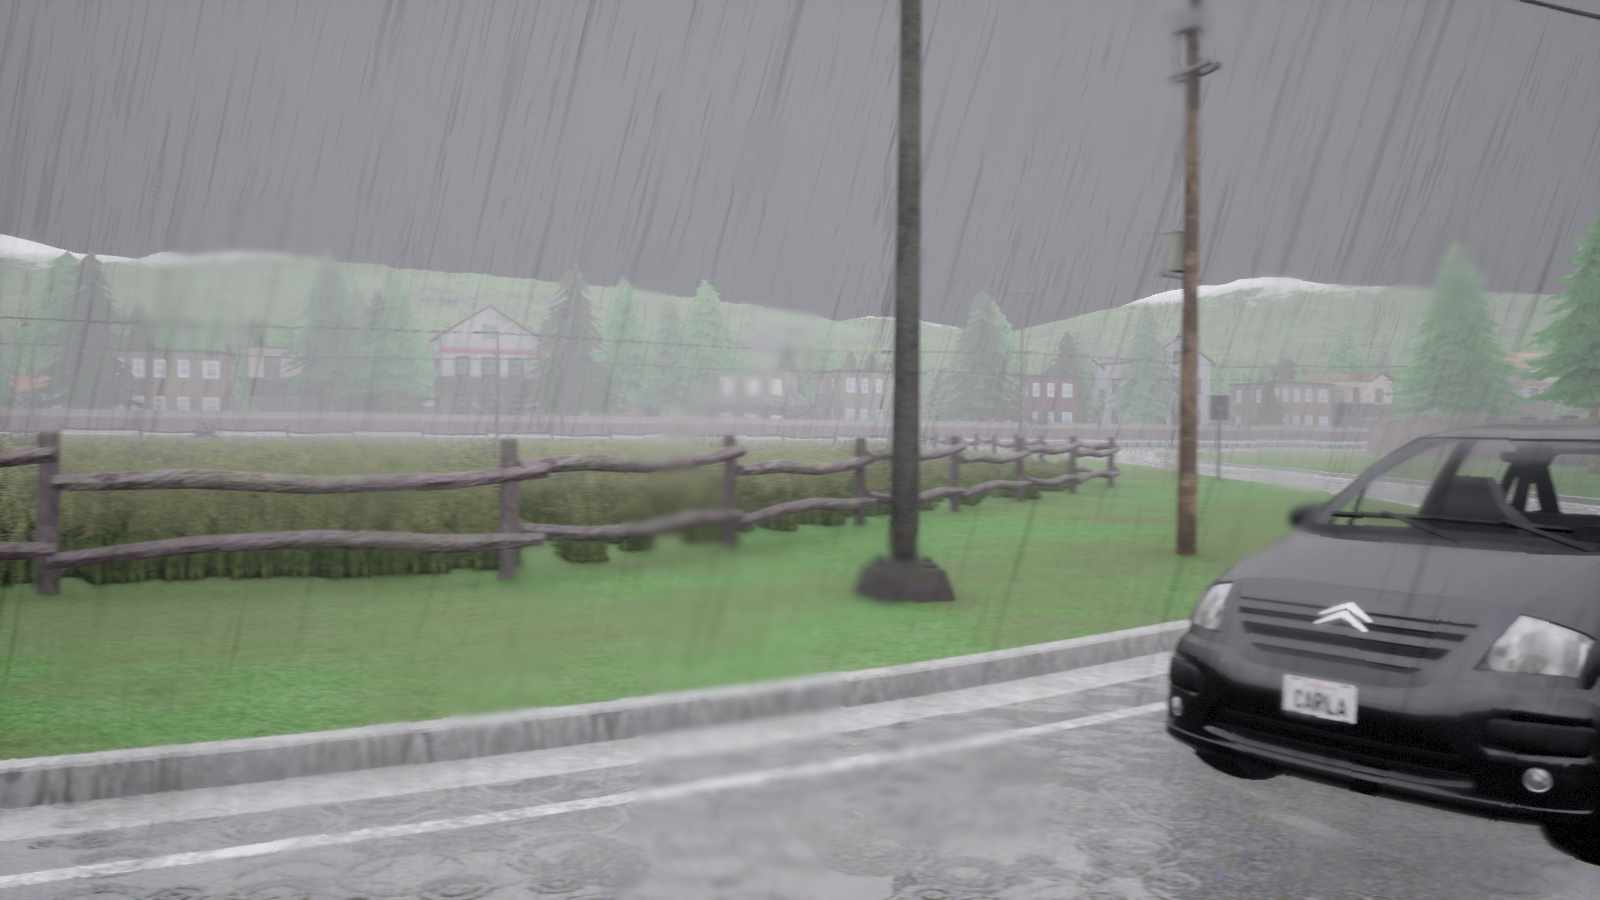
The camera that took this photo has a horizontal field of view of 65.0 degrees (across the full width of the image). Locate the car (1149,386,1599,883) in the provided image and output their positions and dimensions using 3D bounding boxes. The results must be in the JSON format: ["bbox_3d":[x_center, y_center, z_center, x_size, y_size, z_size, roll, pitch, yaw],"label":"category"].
[{"bbox_3d":[3.646,0.560,5.956,3.988,1.617,1.851,-1,1,-39],"label":"car"}]
